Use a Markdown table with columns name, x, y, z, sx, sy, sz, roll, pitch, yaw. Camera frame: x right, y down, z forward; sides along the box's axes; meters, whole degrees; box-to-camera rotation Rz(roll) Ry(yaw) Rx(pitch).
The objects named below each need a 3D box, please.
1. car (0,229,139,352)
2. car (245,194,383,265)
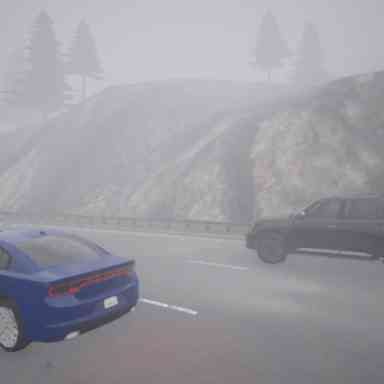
| name | x | y | z | sx | sy | sz | roll | pitch | yaw |
| --- | --- | --- | --- | --- | --- | --- | --- | --- | --- |
| car | -3.246 | 1.434 | 6.137 | 5.008 | 1.535 | 1.882 | 0 | 0 | 33 |
| car | 4.334 | 1.088 | 9.541 | 5.566 | 2.045 | 2.150 | 0 | 0 | 34 |
